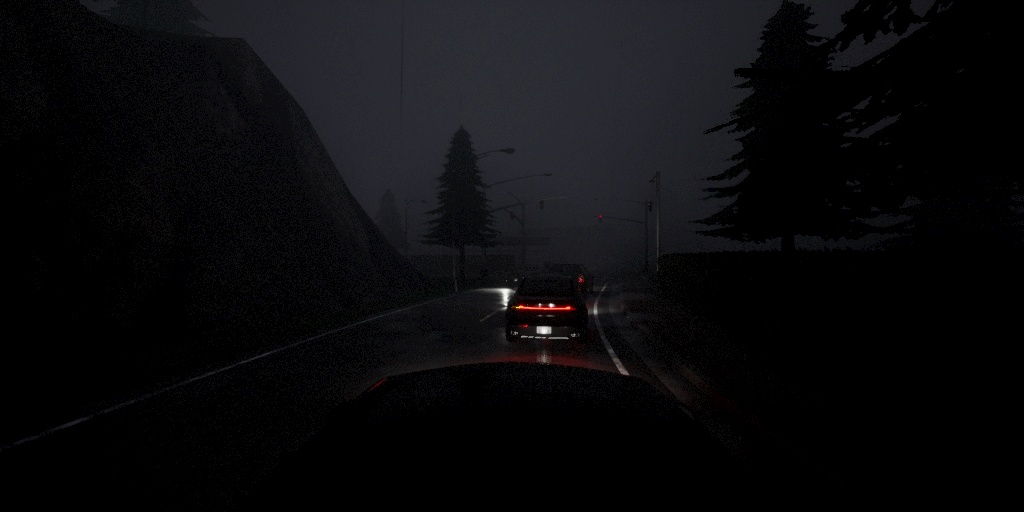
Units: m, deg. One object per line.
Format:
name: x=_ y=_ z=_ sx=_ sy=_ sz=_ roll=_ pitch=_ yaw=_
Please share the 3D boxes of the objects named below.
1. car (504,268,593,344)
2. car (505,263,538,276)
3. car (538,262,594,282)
car: x=1.018 y=1.255 z=9.661 sx=1.837 sy=1.490 sz=4.892 roll=0 pitch=0 yaw=9
car: x=0.944 y=1.270 z=24.640 sx=1.837 sy=1.490 sz=4.892 roll=0 pitch=0 yaw=17
car: x=3.017 y=1.102 z=18.583 sx=2.097 sy=1.767 sz=4.553 roll=0 pitch=0 yaw=17
